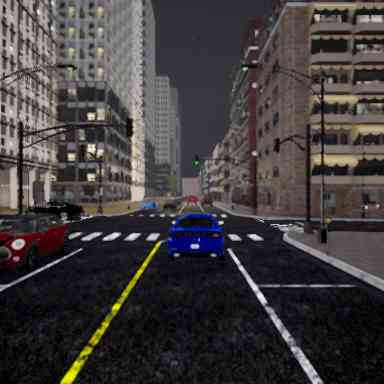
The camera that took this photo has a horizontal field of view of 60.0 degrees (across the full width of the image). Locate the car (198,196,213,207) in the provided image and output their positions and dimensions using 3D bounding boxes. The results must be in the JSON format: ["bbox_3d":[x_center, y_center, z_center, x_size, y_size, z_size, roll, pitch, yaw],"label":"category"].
[{"bbox_3d":[2.689,1.707,60.334,2.192,1.841,5.009,0,0,0],"label":"car"}]

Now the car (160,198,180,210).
[{"bbox_3d":[-3.083,1.904,47.186,1.895,1.301,4.718,0,0,0],"label":"car"}]

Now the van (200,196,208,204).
[{"bbox_3d":[2.689,1.847,76.986,1.690,1.788,3.998,0,0,0],"label":"van"}]

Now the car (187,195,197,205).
[{"bbox_3d":[0.003,1.695,72.790,2.150,2.045,5.566,0,0,0],"label":"car"}]

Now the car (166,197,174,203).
[{"bbox_3d":[-5.692,2.109,87.915,1.752,1.417,4.829,0,0,0],"label":"car"}]

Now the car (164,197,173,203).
[{"bbox_3d":[-5.691,1.985,82.535,1.967,1.590,4.097,0,0,0],"label":"car"}]

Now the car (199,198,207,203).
[{"bbox_3d":[2.689,2.096,82.535,2.008,1.369,4.403,0,0,0],"label":"car"}]

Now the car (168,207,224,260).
[{"bbox_3d":[0.213,1.558,12.829,1.882,1.535,5.008,0,0,3],"label":"car"}]

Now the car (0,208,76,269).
[{"bbox_3d":[-5.692,1.511,11.206,1.967,1.590,4.097,0,0,0],"label":"car"}]

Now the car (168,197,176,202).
[{"bbox_3d":[-5.691,2.175,93.636,2.008,1.369,4.403,0,0,0],"label":"car"}]

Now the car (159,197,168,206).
[{"bbox_3d":[-5.691,1.954,65.712,1.752,1.417,4.829,0,0,0],"label":"car"}]

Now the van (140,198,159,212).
[{"bbox_3d":[-5.691,1.620,43.680,1.690,1.788,3.998,0,0,0],"label":"van"}]

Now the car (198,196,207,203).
[{"bbox_3d":[2.689,1.900,88.088,2.192,1.841,5.009,0,0,0],"label":"car"}]

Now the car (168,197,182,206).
[{"bbox_3d":[-3.021,1.978,63.734,1.994,1.385,4.181,0,0,0],"label":"car"}]

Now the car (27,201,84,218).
[{"bbox_3d":[-11.476,1.484,27.592,4.892,1.490,1.837,1,-2,7],"label":"car"}]
